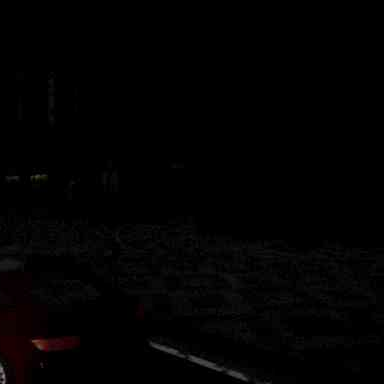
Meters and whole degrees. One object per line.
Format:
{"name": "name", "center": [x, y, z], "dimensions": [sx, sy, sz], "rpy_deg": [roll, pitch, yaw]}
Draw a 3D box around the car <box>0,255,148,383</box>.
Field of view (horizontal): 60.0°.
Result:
{"name": "car", "center": [-2.477, 1.579, 4.729], "dimensions": [4.206, 1.307, 1.802], "rpy_deg": [0, 0, 35]}
